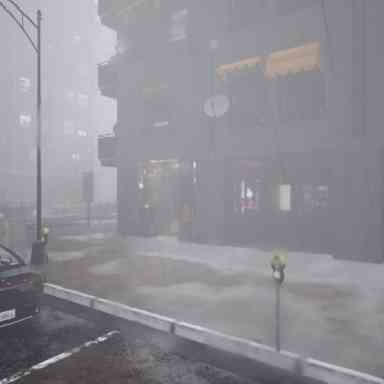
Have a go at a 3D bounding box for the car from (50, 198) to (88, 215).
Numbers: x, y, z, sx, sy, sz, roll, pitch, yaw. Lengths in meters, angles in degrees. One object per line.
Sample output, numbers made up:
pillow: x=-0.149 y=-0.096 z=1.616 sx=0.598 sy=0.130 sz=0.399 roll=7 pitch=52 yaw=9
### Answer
car: x=-10.862 y=1.250 z=30.526 sx=1.752 sy=1.417 sz=4.829 roll=1 pitch=1 yaw=35

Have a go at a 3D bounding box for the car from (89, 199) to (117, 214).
car: x=-7.075 y=1.285 z=31.432 sx=1.895 sy=1.301 sz=4.718 roll=0 pitch=1 yaw=35

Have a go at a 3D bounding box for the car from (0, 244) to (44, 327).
car: x=-4.456 y=1.551 z=6.073 sx=4.403 sy=1.369 sz=2.008 roll=0 pitch=0 yaw=36

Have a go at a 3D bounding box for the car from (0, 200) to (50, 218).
car: x=-13.964 y=1.350 z=26.110 sx=2.008 sy=1.369 sz=4.403 roll=1 pitch=1 yaw=35
